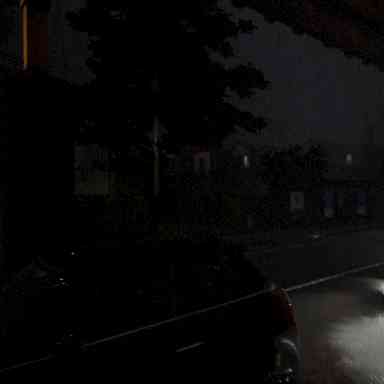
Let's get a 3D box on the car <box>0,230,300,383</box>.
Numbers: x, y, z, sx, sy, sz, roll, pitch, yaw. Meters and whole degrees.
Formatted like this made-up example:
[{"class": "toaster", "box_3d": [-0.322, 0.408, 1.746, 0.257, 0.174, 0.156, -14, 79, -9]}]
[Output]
[{"class": "car", "box_3d": [-1.032, 1.356, 3.250, 4.553, 1.767, 2.097, 0, 0, -36]}]
